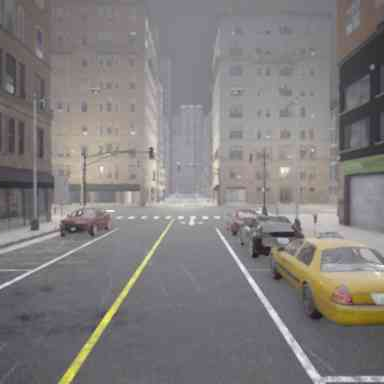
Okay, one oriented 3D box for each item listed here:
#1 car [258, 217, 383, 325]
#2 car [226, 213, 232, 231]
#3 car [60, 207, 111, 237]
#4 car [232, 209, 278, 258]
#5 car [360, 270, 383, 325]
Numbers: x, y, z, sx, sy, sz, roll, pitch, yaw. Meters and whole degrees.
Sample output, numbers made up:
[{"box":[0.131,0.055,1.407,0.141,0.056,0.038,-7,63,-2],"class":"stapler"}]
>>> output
[{"box":[2.862,1.522,7.173,1.752,1.417,4.829,-1,0,0],"class":"car"},{"box":[2.858,1.572,18.175,1.802,1.307,4.206,-1,0,0],"class":"car"},{"box":[-5.687,1.537,18.168,1.887,1.381,4.507,-1,0,0],"class":"car"},{"box":[2.860,1.559,12.589,1.947,1.339,4.313,-1,0,0],"class":"car"},{"box":[2.865,1.550,1.417,2.008,1.369,4.403,-1,0,0],"class":"car"}]
